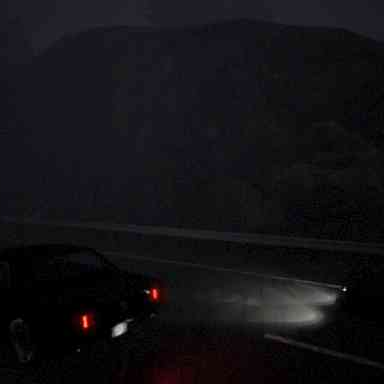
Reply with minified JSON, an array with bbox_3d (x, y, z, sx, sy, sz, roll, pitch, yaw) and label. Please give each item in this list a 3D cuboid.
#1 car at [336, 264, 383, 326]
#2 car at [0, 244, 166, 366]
[{"bbox_3d":[5.017,1.538,4.647,5.357,1.411,2.033,0,0,36],"label":"car"},{"bbox_3d":[-2.838,1.594,5.789,4.718,1.301,1.895,0,0,34],"label":"car"}]
